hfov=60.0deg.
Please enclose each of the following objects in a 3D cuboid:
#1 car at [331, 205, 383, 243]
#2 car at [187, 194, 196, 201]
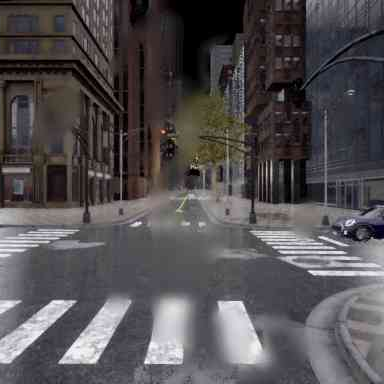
[{"bbox_3d":[9.145,1.414,15.868,4.553,1.767,2.097,0,0,4],"label":"car"},{"bbox_3d":[-0.048,1.110,70.754,1.812,1.442,4.674,0,1,0],"label":"car"}]
